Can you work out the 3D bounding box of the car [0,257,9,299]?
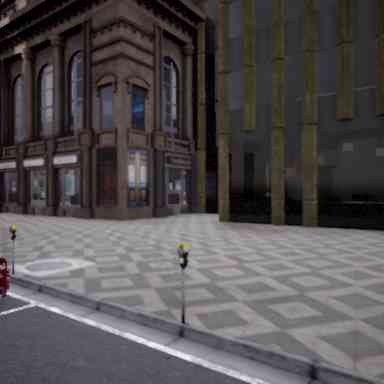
[{"bbox_3d":[-5.598,1.554,6.976,4.507,1.381,1.887,0,0,36],"label":"car"}]
